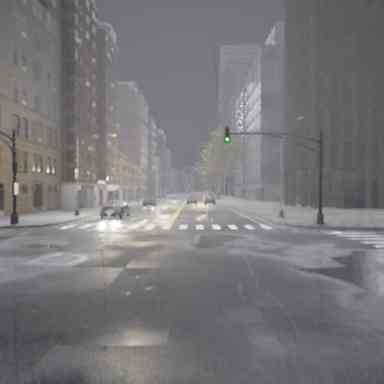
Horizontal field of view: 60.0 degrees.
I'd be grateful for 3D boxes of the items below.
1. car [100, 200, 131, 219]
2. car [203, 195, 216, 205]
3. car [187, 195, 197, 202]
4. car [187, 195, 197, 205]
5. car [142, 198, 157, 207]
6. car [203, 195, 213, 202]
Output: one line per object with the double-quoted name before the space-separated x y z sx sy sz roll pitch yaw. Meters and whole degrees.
"car" -6.591 1.507 28.987 2.128 1.511 4.902 0 0 0
"car" 3.250 1.556 59.620 1.812 1.442 4.674 0 0 0
"car" 0.000 1.361 69.624 1.837 1.490 4.892 0 0 0
"car" 0.000 1.522 59.203 2.128 1.511 4.902 0 0 0
"car" -6.525 1.577 52.134 2.033 1.411 5.357 0 0 0
"car" 3.250 1.339 69.624 1.882 1.535 5.008 0 0 0
